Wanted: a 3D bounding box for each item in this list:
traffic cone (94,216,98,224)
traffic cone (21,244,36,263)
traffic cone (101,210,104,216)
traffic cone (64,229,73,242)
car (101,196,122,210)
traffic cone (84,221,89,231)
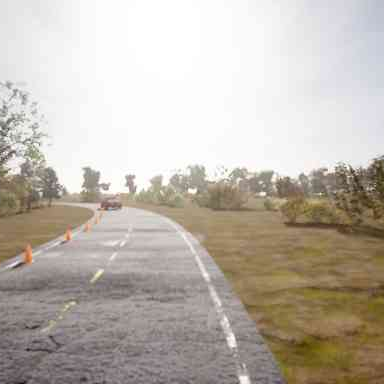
[{"bbox_3d":[-7.416,2.148,25.735,0.340,0.580,0.340,0,0,-10],"label":"traffic cone"},{"bbox_3d":[-5.472,2.042,11.140,0.340,0.580,0.340,0,0,-5],"label":"traffic cone"},{"bbox_3d":[-8.388,2.186,30.547,0.340,0.580,0.340,0,0,-12],"label":"traffic cone"},{"bbox_3d":[-5.957,2.076,16.026,0.340,0.580,0.340,0,0,-7],"label":"traffic cone"},{"bbox_3d":[-12.269,1.626,50.525,2.150,2.045,5.566,0,-1,-27],"label":"car"},{"bbox_3d":[-6.606,2.111,20.893,0.340,0.580,0.340,0,0,-9],"label":"traffic cone"}]
